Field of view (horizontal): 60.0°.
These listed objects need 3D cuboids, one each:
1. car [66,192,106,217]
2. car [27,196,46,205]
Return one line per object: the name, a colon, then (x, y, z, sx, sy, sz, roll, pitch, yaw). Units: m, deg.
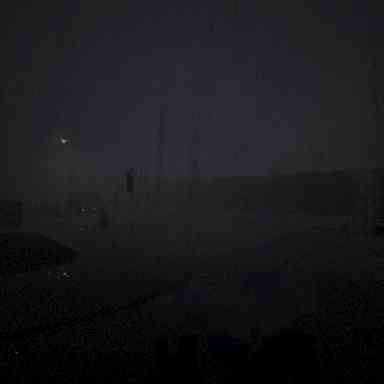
car: (-9.663, 1.059, 29.896, 2.150, 2.045, 5.566, -1, 1, -35)
car: (-22.506, 1.329, 48.067, 2.128, 1.511, 4.902, -1, 1, -35)
